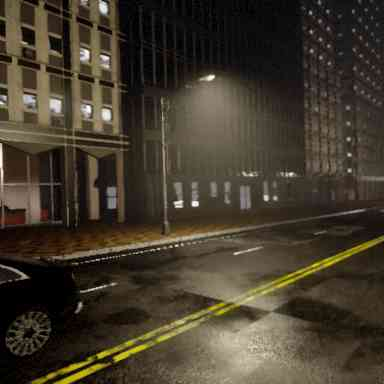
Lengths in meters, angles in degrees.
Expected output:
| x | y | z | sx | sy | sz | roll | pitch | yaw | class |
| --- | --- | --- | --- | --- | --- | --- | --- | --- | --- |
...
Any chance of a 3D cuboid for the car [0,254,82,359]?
| x | y | z | sx | sy | sz | roll | pitch | yaw | class |
| --- | --- | --- | --- | --- | --- | --- | --- | --- | --- |
| -3.900 | 1.612 | 4.258 | 2.128 | 1.511 | 4.902 | -2 | -1 | 43 | car |
